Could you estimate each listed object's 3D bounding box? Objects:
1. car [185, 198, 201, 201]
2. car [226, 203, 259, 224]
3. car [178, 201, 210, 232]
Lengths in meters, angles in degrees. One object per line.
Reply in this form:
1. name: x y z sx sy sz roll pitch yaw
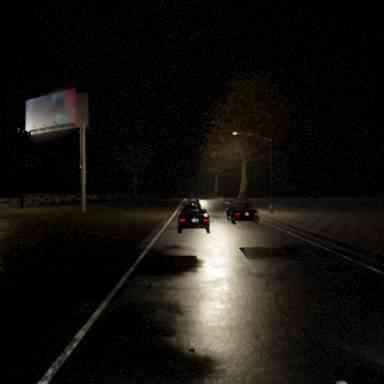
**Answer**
1. car: 0.118 1.435 41.421 1.994 1.385 4.181 0 1 0
2. car: 3.609 1.505 24.331 2.033 1.411 5.357 0 0 0
3. car: 0.108 1.517 19.730 2.033 1.411 5.357 0 0 0
